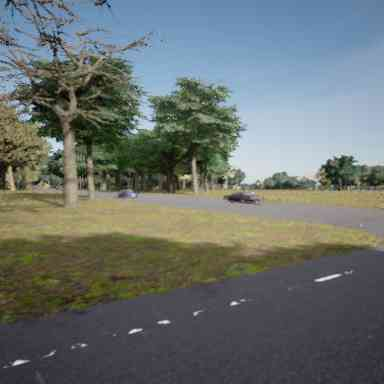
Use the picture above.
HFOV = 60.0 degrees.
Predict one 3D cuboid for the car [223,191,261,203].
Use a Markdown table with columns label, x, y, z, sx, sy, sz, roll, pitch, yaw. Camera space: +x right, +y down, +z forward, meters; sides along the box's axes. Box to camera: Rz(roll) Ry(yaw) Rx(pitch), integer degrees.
| label | x | y | z | sx | sy | sz | roll | pitch | yaw |
| --- | --- | --- | --- | --- | --- | --- | --- | --- | --- |
| car | 6.277 | 0.639 | 42.331 | 2.033 | 1.411 | 5.357 | -2 | 2 | -35 |

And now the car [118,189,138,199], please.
| label | x | y | z | sx | sy | sz | roll | pitch | yaw |
| --- | --- | --- | --- | --- | --- | --- | --- | --- | --- |
| car | -10.436 | 0.274 | 53.804 | 1.812 | 1.442 | 4.674 | -2 | 2 | -35 |
